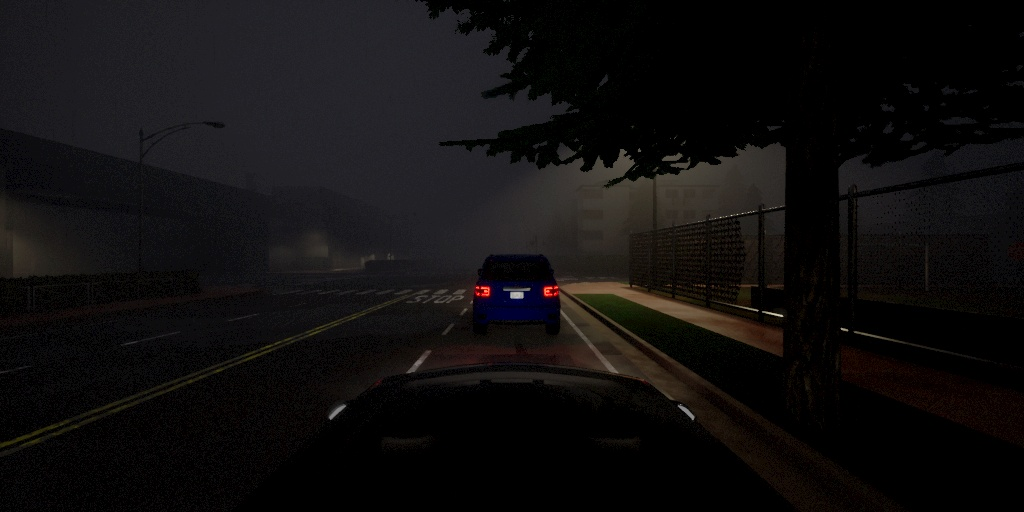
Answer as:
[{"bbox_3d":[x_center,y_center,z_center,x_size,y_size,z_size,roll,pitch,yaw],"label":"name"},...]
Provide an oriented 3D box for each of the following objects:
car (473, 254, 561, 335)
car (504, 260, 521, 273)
[{"bbox_3d":[0.115,0.972,10.701,2.150,2.045,5.566,0,0,0],"label":"car"},{"bbox_3d":[0.025,1.242,45.576,2.128,1.511,4.902,0,0,0],"label":"car"}]
